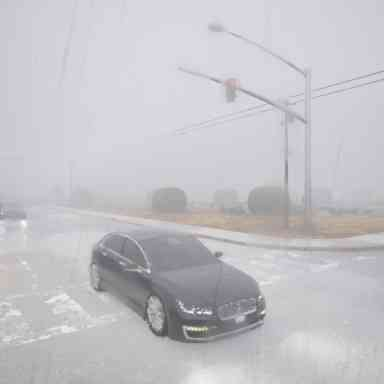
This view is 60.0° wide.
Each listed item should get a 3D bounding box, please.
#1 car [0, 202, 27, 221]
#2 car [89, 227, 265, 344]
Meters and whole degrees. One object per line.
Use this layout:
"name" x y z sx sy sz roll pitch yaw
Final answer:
"car" -15.156 1.580 27.827 1.812 1.442 4.674 0 1 -35
"car" -0.662 1.574 6.899 1.837 1.490 4.892 0 1 -35
